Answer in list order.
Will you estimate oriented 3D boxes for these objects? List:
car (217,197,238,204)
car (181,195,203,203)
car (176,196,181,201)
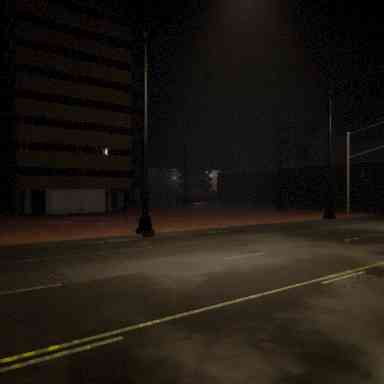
[{"bbox_3d":[6.962,1.615,65.983,1.895,1.301,4.718,0,0,-36],"label":"car"},{"bbox_3d":[0.336,1.470,69.208,1.882,1.535,5.008,0,0,-36],"label":"car"},{"bbox_3d":[-1.800,1.419,78.184,1.882,1.535,5.008,0,0,-36],"label":"car"}]
